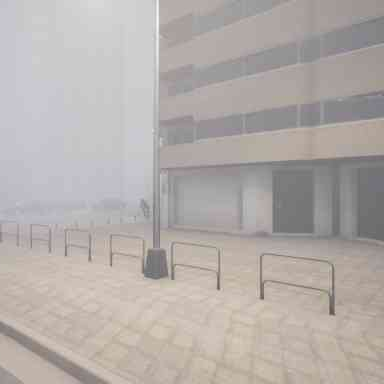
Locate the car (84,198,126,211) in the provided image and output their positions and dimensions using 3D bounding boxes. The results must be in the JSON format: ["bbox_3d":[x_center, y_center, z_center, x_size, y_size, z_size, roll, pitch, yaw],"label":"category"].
[{"bbox_3d":[-10.455,1.560,41.492,1.837,1.490,4.892,0,0,38],"label":"car"}]

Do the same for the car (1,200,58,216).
[{"bbox_3d":[-16.598,1.560,33.621,1.837,1.490,4.892,0,0,38],"label":"car"}]

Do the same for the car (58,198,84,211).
[{"bbox_3d":[-15.530,1.533,40.687,1.882,1.535,5.008,0,0,38],"label":"car"}]

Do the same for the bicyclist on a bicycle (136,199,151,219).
[{"bbox_3d":[-3.846,1.357,26.430,1.656,1.620,0.582,0,0,38],"label":"bicyclist on a bicycle"}]

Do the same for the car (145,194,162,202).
[{"bbox_3d":[-6.157,1.025,52.588,2.097,1.767,4.553,0,0,38],"label":"car"}]
